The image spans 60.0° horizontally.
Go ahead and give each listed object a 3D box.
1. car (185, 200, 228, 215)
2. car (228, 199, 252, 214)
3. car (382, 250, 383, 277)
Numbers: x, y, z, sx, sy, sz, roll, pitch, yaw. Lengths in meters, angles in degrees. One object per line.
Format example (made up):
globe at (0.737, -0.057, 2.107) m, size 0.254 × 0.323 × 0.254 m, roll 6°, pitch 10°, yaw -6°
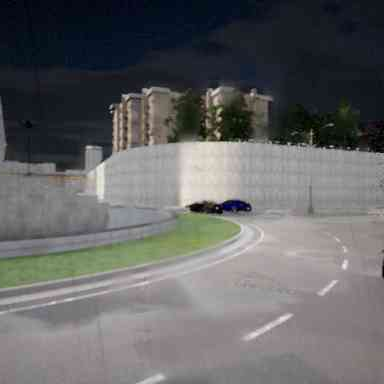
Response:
car at (1.172, 1.499, 33.558) m, size 1.994 × 1.385 × 4.181 m, roll 1°, pitch 0°, yaw -38°
car at (4.276, 1.489, 35.225) m, size 1.812 × 1.442 × 4.674 m, roll 1°, pitch 0°, yaw -36°
car at (4.887, 1.540, 6.084) m, size 1.837 × 1.490 × 4.892 m, roll -1°, pitch 0°, yaw 19°
